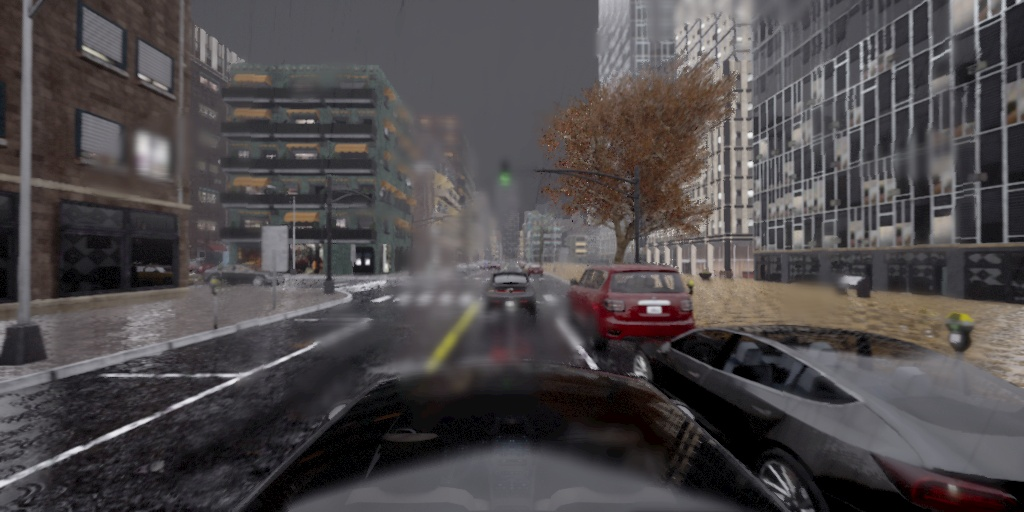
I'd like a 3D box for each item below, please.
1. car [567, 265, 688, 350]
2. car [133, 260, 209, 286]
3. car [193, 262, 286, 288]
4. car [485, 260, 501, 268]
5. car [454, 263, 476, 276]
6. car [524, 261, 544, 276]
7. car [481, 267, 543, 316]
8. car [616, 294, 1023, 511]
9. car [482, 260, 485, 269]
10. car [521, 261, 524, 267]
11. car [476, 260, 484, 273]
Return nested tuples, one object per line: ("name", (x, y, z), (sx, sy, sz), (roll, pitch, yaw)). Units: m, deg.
("car", (2.691, 1.119, 9.168), (2.192, 1.841, 5.009), (0, 0, 0))
("car", (-21.833, 1.138, 22.085), (4.829, 1.417, 1.751), (0, 0, -1))
("car", (-16.436, 1.241, 22.140), (4.403, 1.370, 2.007), (0, 0, -1))
("car", (-3.048, 1.574, 61.895), (2.097, 1.767, 4.553), (0, -1, 1))
("car", (-5.691, 1.603, 41.554), (2.007, 1.370, 4.403), (0, 0, 0))
("car", (2.689, 1.598, 41.554), (1.888, 1.381, 4.507), (0, 0, 0))
("car", (-0.119, 1.344, 13.957), (1.837, 1.490, 4.892), (0, 0, -3))
("car", (2.692, 1.330, 3.645), (1.948, 1.339, 4.313), (0, 0, 0))
("car", (-5.692, 1.677, 63.684), (1.967, 1.591, 4.097), (0, 0, 0))
("car", (2.688, 1.669, 52.789), (1.751, 1.417, 4.829), (0, 0, 0))
("car", (-5.692, 1.694, 52.619), (2.007, 1.370, 4.403), (0, 0, 0))
